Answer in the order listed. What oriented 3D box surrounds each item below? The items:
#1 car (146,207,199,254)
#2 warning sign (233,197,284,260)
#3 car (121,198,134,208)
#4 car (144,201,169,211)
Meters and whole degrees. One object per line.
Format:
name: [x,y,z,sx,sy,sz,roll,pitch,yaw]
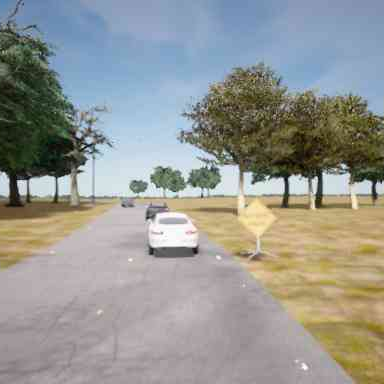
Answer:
car: [-0.828,1.535,13.504,1.812,1.442,4.674,0,0,-6]
warning sign: [2.111,1.123,10.742,1.300,1.860,1.060,-2,-2,-5]
car: [-9.800,1.599,50.829,2.033,1.411,5.357,0,0,-8]
car: [-2.871,1.509,27.676,2.128,1.511,4.902,0,0,-9]
